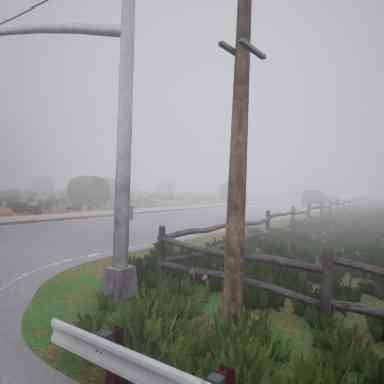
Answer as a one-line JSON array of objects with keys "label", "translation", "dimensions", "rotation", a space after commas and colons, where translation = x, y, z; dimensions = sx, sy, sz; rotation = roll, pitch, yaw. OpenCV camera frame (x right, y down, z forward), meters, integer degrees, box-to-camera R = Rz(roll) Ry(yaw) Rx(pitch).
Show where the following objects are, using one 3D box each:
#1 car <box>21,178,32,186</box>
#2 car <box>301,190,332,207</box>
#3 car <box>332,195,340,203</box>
[{"label": "car", "translation": [-39.128, -2.293, 79.215], "dimensions": [1.905, 1.878, 3.866], "rotation": [8, 2, -13]}, {"label": "car", "translation": [15.455, 0.816, 41.801], "dimensions": [2.150, 2.045, 5.566], "rotation": [3, 2, 34]}, {"label": "car", "translation": [21.209, 1.138, 50.697], "dimensions": [1.994, 1.385, 4.181], "rotation": [3, 2, 33]}]
